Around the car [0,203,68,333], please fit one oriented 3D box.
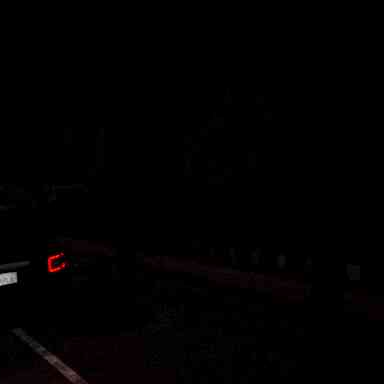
[{"bbox_3d":[-4.397,1.229,6.134,5.566,2.045,2.150,0,0,43],"label":"car"}]
